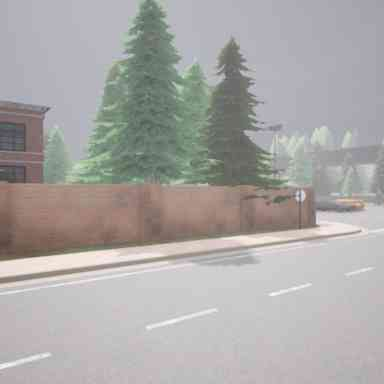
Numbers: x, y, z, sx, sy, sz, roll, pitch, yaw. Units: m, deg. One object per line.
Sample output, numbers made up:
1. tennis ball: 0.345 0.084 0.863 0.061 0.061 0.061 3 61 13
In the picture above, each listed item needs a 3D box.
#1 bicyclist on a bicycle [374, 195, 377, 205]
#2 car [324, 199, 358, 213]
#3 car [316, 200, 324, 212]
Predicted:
1. bicyclist on a bicycle: 30.154 1.280 54.305 1.656 1.620 0.582 0 0 -35
2. car: 15.455 1.534 37.009 2.033 1.411 5.357 0 0 -35
3. car: 11.434 1.477 36.623 2.128 1.511 4.902 0 0 -36
